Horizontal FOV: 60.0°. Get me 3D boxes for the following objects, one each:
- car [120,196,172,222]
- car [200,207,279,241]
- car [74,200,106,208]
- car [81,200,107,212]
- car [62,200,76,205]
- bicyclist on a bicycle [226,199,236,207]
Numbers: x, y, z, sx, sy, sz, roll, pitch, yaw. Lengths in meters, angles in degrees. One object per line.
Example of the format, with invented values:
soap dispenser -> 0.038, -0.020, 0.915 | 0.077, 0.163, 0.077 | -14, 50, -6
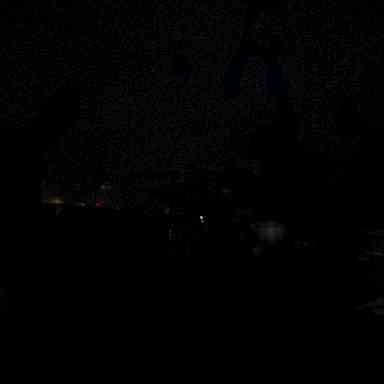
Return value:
car -> -3.725, 1.355, 25.759 | 2.150, 2.045, 5.566 | 0, 0, -35
car -> 2.278, 1.556, 17.103 | 1.837, 1.490, 4.892 | 0, 0, -33
car -> -10.891, 1.835, 36.018 | 1.895, 1.301, 4.718 | 0, 0, -35
car -> -13.103, 1.788, 44.196 | 1.837, 1.490, 4.892 | 0, 0, -34
car -> -19.060, 1.908, 52.618 | 2.033, 1.411, 5.357 | 0, 0, -35
bicyclist on a bicycle -> 3.031, 1.385, 26.339 | 1.656, 1.620, 0.582 | -1, 0, -35
